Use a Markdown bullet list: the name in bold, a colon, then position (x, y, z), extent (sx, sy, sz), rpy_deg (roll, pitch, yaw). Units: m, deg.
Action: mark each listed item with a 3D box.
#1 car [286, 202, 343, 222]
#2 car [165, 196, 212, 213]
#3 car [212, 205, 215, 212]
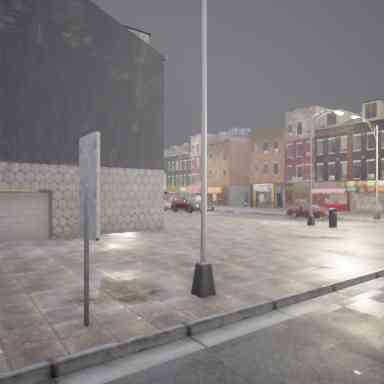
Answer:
- **car**: position (9.858, 1.583, 27.098), extent (1.812, 1.442, 4.674), rpy_deg (0, 0, -35)
- **car**: position (-0.477, 1.413, 37.201), extent (2.192, 1.841, 5.009), rpy_deg (0, 0, -36)
- **car**: position (0.893, 1.676, 39.663), extent (1.994, 1.385, 4.181), rpy_deg (0, 0, -35)
